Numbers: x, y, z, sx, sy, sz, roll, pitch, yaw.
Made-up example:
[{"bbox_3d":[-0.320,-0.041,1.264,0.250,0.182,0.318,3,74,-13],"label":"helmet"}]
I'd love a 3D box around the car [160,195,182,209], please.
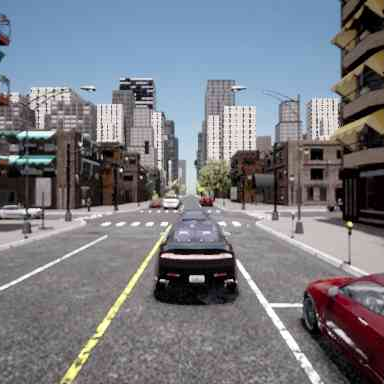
[{"bbox_3d":[-3.122,1.502,50.242,2.150,2.045,5.566,0,0,0],"label":"car"}]

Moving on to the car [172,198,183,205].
[{"bbox_3d":[-3.051,1.951,70.624,2.033,1.411,5.357,0,0,0],"label":"car"}]

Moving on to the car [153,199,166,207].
[{"bbox_3d":[-5.732,1.900,58.702,1.947,1.339,4.313,0,0,0],"label":"car"}]

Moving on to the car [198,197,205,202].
[{"bbox_3d":[2.624,2.140,91.859,1.802,1.307,4.206,0,0,0],"label":"car"}]

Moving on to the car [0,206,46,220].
[{"bbox_3d":[-16.587,1.944,31.691,4.718,1.301,1.895,-1,0,0],"label":"car"}]

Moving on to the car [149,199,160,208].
[{"bbox_3d":[-5.816,1.843,53.181,1.887,1.381,4.507,0,0,0],"label":"car"}]

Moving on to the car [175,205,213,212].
[{"bbox_3d":[0.134,1.666,19.120,1.994,1.385,4.181,0,0,1],"label":"car"}]

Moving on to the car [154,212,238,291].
[{"bbox_3d":[0.094,1.540,9.108,2.128,1.511,4.902,0,0,0],"label":"car"}]

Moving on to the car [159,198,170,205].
[{"bbox_3d":[-5.739,1.929,69.583,1.752,1.417,4.829,0,0,0],"label":"car"}]

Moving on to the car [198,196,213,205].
[{"bbox_3d":[2.649,1.649,58.710,2.192,1.841,5.009,0,0,0],"label":"car"}]

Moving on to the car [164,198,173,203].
[{"bbox_3d":[-5.748,2.062,80.804,1.802,1.307,4.206,0,0,0],"label":"car"}]

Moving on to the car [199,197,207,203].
[{"bbox_3d":[2.632,2.030,80.810,2.008,1.369,4.403,0,0,0],"label":"car"}]

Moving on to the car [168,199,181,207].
[{"bbox_3d":[-3.111,1.908,60.291,1.994,1.385,4.181,0,0,0],"label":"car"}]

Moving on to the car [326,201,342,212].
[{"bbox_3d":[17.461,1.559,37.520,4.313,1.339,1.947,-1,0,0],"label":"car"}]

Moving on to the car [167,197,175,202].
[{"bbox_3d":[-5.756,2.082,91.683,1.752,1.417,4.829,0,0,0],"label":"car"}]

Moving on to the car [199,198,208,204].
[{"bbox_3d":[2.637,2.008,75.285,1.947,1.339,4.313,0,0,0],"label":"car"}]

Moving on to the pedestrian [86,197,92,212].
[{"bbox_3d":[-12.541,1.507,40.435,0.375,1.860,0.375,0,0,0],"label":"pedestrian"}]

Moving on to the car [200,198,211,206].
[{"bbox_3d":[2.644,1.935,64.234,1.947,1.339,4.313,0,0,0],"label":"car"}]

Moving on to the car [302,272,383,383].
[{"bbox_3d":[2.689,1.603,3.957,1.802,1.307,4.206,0,0,0],"label":"car"}]
